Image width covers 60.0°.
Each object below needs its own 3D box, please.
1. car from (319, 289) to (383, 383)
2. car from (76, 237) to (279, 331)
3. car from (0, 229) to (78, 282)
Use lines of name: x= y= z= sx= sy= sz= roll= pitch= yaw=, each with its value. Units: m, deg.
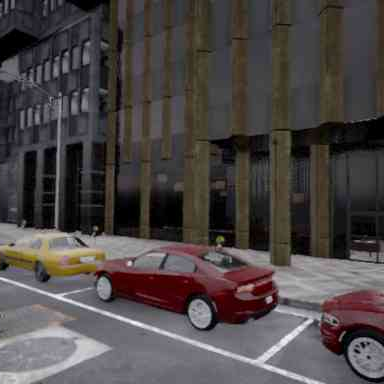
car: x=3.927 y=1.765 z=4.059 sx=4.507 sy=1.381 sz=1.887 roll=-1 pitch=-3 yaw=38
car: x=-0.366 y=1.840 z=7.395 sx=4.507 sy=1.381 sz=1.887 roll=-1 pitch=-3 yaw=38
car: x=-4.793 y=1.899 z=10.836 sx=4.829 sy=1.417 sz=1.752 roll=-1 pitch=-3 yaw=38
